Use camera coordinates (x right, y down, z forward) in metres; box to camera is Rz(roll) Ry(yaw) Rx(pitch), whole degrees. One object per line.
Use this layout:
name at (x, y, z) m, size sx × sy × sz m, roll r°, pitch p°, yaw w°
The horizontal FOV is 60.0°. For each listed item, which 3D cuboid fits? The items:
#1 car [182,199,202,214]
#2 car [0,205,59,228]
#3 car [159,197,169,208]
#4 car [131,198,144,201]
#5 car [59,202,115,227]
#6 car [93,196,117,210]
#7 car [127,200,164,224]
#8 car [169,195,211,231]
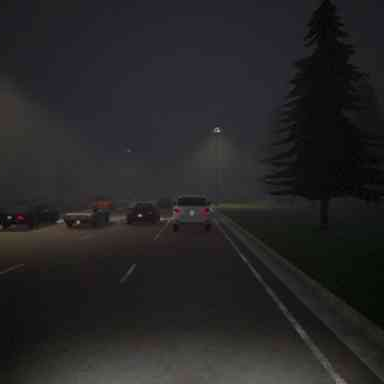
car at (0.067, 1.501, 36.541) m, size 2.033 × 1.411 × 5.357 m, roll 0°, pitch 0°, yaw 0°
car at (-10.477, 1.519, 21.640) m, size 2.033 × 1.411 × 5.357 m, roll 0°, pitch 0°, yaw 0°
car at (-3.403, 1.422, 43.367) m, size 1.882 × 1.535 × 5.008 m, roll 0°, pitch 0°, yaw 0°
car at (-6.905, 1.471, 42.420) m, size 1.812 × 1.442 × 4.674 m, roll 0°, pitch 0°, yaw 0°
car at (-6.969, 1.572, 22.637) m, size 1.895 × 1.301 × 4.718 m, roll 0°, pitch 0°, yaw 1°
car at (-10.415, 1.300, 39.786) m, size 2.097 × 1.767 × 4.553 m, roll 0°, pitch 0°, yaw 0°
car at (-3.451, 1.533, 24.238) m, size 1.994 × 1.385 × 4.181 m, roll 0°, pitch 0°, yaw 1°
car at (0.012, 1.194, 20.587) m, size 2.150 × 2.045 × 5.566 m, roll 0°, pitch 0°, yaw 0°
